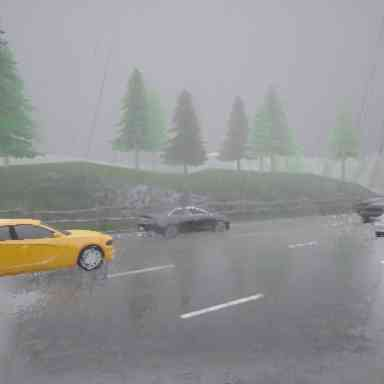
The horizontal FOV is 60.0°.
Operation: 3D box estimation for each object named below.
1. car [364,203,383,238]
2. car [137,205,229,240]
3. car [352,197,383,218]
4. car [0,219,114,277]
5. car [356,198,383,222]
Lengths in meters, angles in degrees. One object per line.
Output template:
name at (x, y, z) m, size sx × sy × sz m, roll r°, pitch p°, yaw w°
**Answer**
car at (10.109, 1.362, 15.244) m, size 4.674 × 1.442 × 1.812 m, roll -1°, pitch 0°, yaw -35°
car at (-0.318, 1.404, 16.410) m, size 4.902 × 1.511 × 2.128 m, roll -1°, pitch 0°, yaw -35°
car at (15.580, 1.229, 27.740) m, size 4.892 × 1.490 × 1.837 m, roll -1°, pitch 1°, yaw -35°
car at (-4.641, 1.464, 9.034) m, size 5.008 × 1.535 × 1.882 m, roll -1°, pitch 1°, yaw -35°
car at (12.828, 1.285, 21.481) m, size 4.892 × 1.490 × 1.837 m, roll -1°, pitch 1°, yaw -35°
